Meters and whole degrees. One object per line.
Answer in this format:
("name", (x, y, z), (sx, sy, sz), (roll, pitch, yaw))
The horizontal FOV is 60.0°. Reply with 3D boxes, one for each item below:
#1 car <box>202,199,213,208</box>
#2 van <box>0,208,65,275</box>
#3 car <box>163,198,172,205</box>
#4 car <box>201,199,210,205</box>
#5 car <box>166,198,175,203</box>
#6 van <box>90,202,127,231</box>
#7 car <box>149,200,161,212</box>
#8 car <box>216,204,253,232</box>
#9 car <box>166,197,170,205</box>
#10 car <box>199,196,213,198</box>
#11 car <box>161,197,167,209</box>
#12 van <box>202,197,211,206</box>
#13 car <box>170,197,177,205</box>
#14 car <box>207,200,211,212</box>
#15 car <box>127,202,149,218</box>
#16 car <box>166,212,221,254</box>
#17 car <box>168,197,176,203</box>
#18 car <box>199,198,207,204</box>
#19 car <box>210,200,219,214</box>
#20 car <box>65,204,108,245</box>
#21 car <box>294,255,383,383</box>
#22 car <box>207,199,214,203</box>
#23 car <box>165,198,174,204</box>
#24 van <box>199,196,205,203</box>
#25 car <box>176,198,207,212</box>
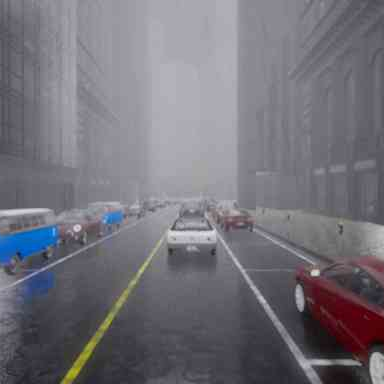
("car", (2.830, 2.070, 61.055), (1.887, 1.381, 4.507), (-1, 0, 0))
("van", (-5.682, 1.438, 10.430), (1.690, 1.788, 3.998), (-1, -1, 0))
("car", (-5.701, 2.203, 77.923), (1.887, 1.381, 4.507), (-1, 0, 0))
("car", (2.827, 2.196, 72.303), (1.802, 1.307, 4.206), (-1, 0, 0))
("car", (-5.704, 2.310, 89.173), (1.947, 1.339, 4.313), (-1, 0, 0))
("van", (-5.685, 1.539, 21.680), (1.690, 1.788, 3.998), (-1, -1, 0))
("car", (-5.690, 1.954, 44.177), (1.947, 1.339, 4.313), (-1, 0, 0))
("car", (2.843, 1.743, 21.685), (1.887, 1.381, 4.507), (-1, 0, 0))
("car", (-5.696, 2.070, 61.050), (1.887, 1.381, 4.507), (-1, 0, 0))
("car", (2.829, 1.795, 55.433), (2.192, 1.841, 5.009), (-1, 0, 0))
("car", (-5.693, 2.046, 55.425), (1.947, 1.339, 4.313), (-1, 0, 0))
("van", (2.827, 1.911, 66.681), (1.690, 1.788, 3.998), (-1, 0, 0))
("car", (-3.024, 2.158, 71.107), (1.994, 1.385, 4.181), (0, 0, 0))
("car", (2.839, 1.840, 32.933), (1.887, 1.381, 4.507), (-1, 0, 0))
("car", (-5.686, 1.877, 32.927), (1.802, 1.307, 4.206), (-1, 0, 0))
("car", (-0.003, 1.731, 14.105), (1.895, 1.301, 4.718), (0, 0, 0))
("car", (-5.707, 2.227, 94.798), (1.967, 1.590, 4.097), (-1, 0, 0))
("car", (2.823, 2.228, 83.722), (1.752, 1.417, 4.829), (-1, 0, 0))
("car", (2.840, 1.687, 27.310), (1.967, 1.590, 4.097), (-1, 0, 0))
("car", (-5.682, 1.588, 16.055), (1.967, 1.590, 4.097), (-1, -1, 0))
("car", (2.848, 1.590, 4.812), (1.887, 1.381, 4.507), (-1, -1, 0))
("car", (2.836, 1.954, 44.183), (1.947, 1.339, 4.313), (-1, 0, 0))
("car", (-5.703, 2.252, 83.548), (2.008, 1.369, 4.403), (-1, 0, 0))
("van", (2.817, 2.128, 94.802), (1.690, 1.788, 3.998), (-1, 0, 0))
("car", (-0.007, 1.612, 29.070), (2.097, 1.767, 4.553), (0, -1, 0))
